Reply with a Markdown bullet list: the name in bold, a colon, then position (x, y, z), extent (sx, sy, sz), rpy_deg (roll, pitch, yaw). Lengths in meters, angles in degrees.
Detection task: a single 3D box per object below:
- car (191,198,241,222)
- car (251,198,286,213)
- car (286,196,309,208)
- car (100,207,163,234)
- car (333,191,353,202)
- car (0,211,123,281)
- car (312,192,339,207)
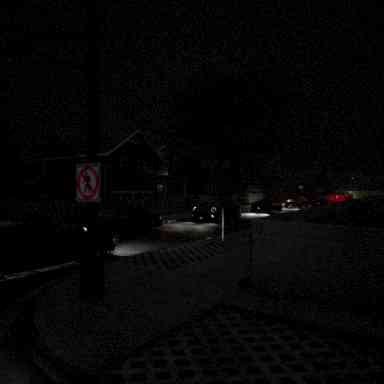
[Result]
- **car**: position (1.857, 1.187, 24.671), extent (2.097, 1.767, 4.553), rpy_deg (0, 1, 34)
- **car**: position (7.395, 1.319, 32.869), extent (1.994, 1.385, 4.181), rpy_deg (0, 1, 35)
- **car**: position (13.022, 1.197, 41.117), extent (1.812, 1.442, 4.674), rpy_deg (0, 1, 34)
- **car**: position (-3.654, 1.460, 16.469), extent (2.033, 1.411, 5.357), rpy_deg (0, 1, 34)
- **car**: position (21.934, 0.802, 48.679), extent (2.150, 2.045, 5.566), rpy_deg (0, 1, 38)
- **car**: position (-4.753, 1.517, 9.573), extent (2.033, 1.411, 5.357), rpy_deg (0, 1, 34)
- **car**: position (16.083, 1.145, 40.519), extent (1.882, 1.535, 5.008), rpy_deg (0, 1, 35)
